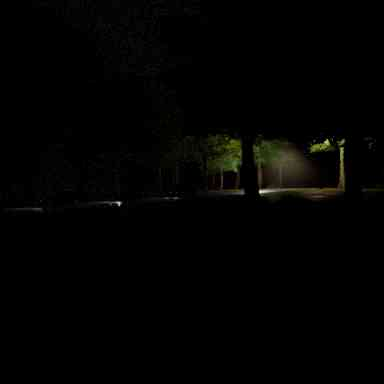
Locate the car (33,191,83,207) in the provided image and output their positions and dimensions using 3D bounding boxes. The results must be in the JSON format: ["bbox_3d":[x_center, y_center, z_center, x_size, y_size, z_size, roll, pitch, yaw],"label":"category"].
[{"bbox_3d":[-13.513,0.666,33.731,1.837,1.490,4.892,-1,2,38],"label":"car"}]

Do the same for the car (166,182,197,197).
[{"bbox_3d":[-1.461,-0.383,49.374,2.150,2.045,5.566,-1,2,37],"label":"car"}]

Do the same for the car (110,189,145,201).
[{"bbox_3d":[-7.888,0.324,41.023,1.812,1.442,4.674,-1,2,37],"label":"car"}]
